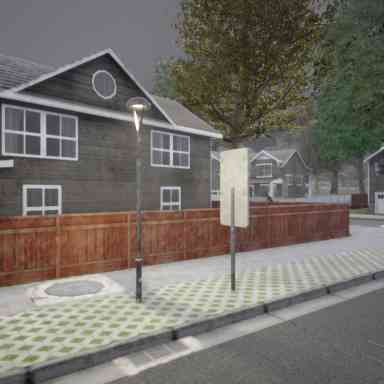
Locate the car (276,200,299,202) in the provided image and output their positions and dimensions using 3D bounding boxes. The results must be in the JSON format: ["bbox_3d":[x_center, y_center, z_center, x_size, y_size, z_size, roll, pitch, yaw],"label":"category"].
[{"bbox_3d":[7.345,1.355,24.428,5.008,1.535,1.882,1,0,43],"label":"car"}]

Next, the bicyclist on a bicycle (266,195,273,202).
[{"bbox_3d":[7.508,1.128,32.287,0.582,1.620,1.656,1,1,43],"label":"bicyclist on a bicycle"}]
